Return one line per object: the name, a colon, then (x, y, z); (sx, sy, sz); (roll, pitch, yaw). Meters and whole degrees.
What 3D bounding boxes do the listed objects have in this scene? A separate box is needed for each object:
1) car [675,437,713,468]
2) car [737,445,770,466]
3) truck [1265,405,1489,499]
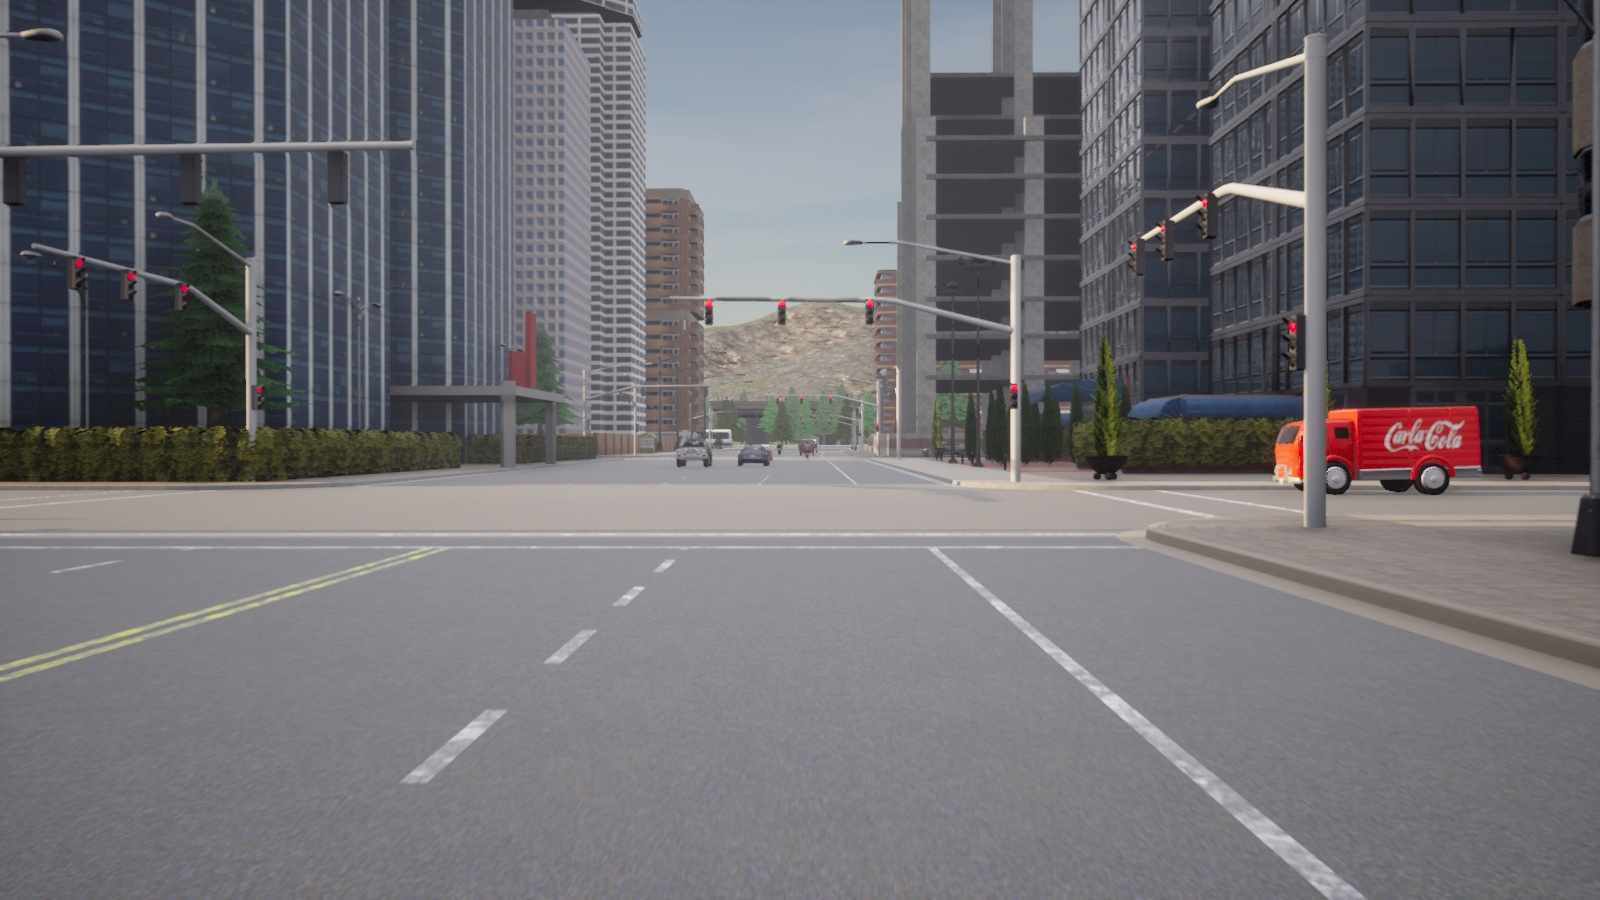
car: (-6.539, 0.121, 77.651); (1.932, 1.855, 4.605); (0, 0, 0)
car: (-3.013, 0.346, 82.130); (1.994, 1.385, 4.181); (0, 0, 0)
truck: (16.571, 0.045, 36.324); (5.204, 2.467, 2.627); (-2, 0, 1)
